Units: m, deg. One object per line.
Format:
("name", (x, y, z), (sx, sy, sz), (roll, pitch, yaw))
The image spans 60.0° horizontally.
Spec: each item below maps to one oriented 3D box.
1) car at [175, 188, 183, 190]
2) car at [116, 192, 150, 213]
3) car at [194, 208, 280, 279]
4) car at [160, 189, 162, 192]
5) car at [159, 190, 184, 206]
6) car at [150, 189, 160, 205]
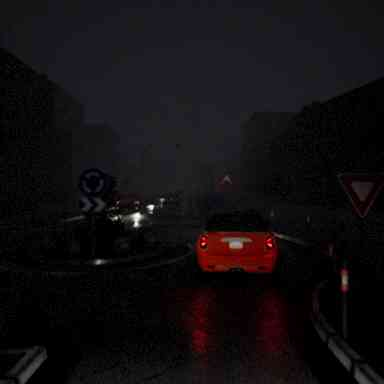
("car", (-2.484, -0.107, 65.837), (1.837, 1.490, 4.892), (0, 2, 0))
("car", (-5.481, 0.872, 30.344), (2.097, 1.767, 4.553), (0, 2, 1))
("car", (1.322, 1.259, 10.065), (2.097, 1.767, 4.553), (0, 1, 7))
("car", (-5.484, 0.224, 54.625), (1.812, 1.442, 4.674), (0, 2, 0))
("car", (-2.296, 0.826, 38.820), (2.033, 1.411, 5.357), (0, 2, 0))
("car", (-5.477, 0.730, 41.046), (1.812, 1.442, 4.674), (0, 2, 0))
